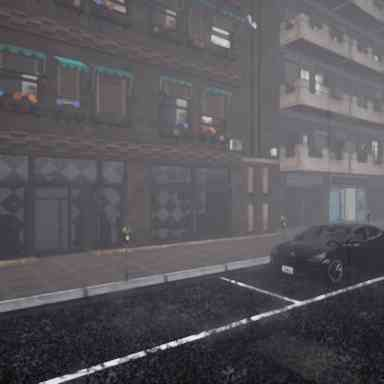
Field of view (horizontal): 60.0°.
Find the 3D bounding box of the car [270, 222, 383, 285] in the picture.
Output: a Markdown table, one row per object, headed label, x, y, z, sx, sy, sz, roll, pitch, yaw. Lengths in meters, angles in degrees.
| label | x | y | z | sx | sy | sz | roll | pitch | yaw |
| --- | --- | --- | --- | --- | --- | --- | --- | --- | --- |
| car | 4.149 | 1.562 | 9.542 | 4.313 | 1.339 | 1.947 | 0 | 0 | -36 |
